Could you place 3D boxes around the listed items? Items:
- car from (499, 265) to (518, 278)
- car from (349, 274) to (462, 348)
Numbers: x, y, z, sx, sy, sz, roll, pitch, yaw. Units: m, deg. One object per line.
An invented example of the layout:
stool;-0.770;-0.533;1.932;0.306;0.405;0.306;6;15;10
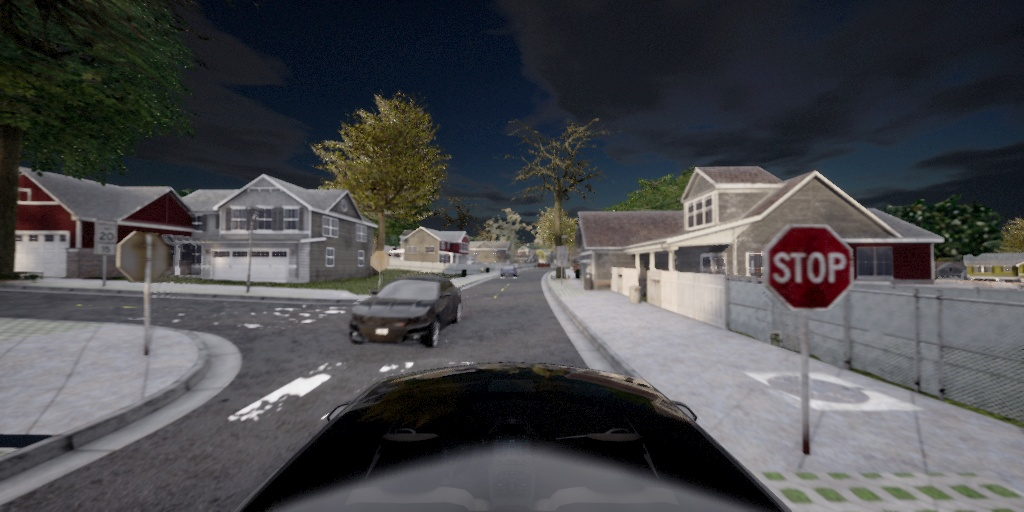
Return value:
car;-0.354;1.909;44.908;1.812;1.442;4.674;0;-1;6
car;-2.587;1.289;9.811;1.882;1.535;5.008;2;0;1
